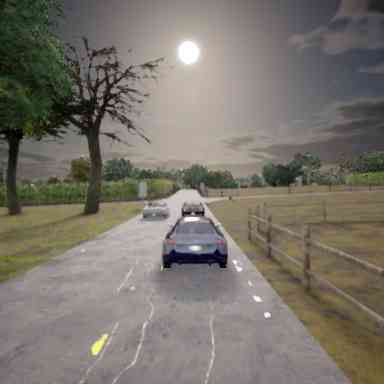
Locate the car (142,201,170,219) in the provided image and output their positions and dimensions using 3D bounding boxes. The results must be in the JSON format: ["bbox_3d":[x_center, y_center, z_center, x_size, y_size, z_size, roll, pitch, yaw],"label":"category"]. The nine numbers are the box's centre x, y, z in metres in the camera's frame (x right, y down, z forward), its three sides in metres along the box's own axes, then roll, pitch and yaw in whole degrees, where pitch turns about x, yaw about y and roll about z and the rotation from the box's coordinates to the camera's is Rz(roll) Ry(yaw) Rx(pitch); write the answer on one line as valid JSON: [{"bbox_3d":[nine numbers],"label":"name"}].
[{"bbox_3d":[-2.853,1.398,27.175,1.895,1.301,4.718,0,1,0],"label":"car"}]

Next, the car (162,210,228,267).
[{"bbox_3d":[0.091,1.534,11.346,1.994,1.385,4.181,0,0,0],"label":"car"}]

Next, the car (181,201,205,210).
[{"bbox_3d":[0.091,1.384,28.231,1.895,1.301,4.718,0,1,0],"label":"car"}]
